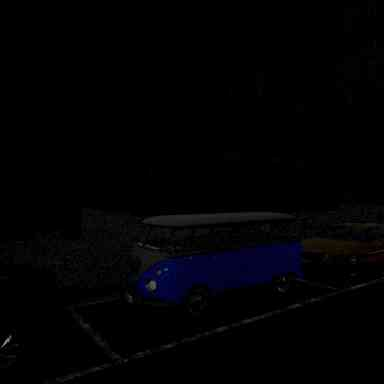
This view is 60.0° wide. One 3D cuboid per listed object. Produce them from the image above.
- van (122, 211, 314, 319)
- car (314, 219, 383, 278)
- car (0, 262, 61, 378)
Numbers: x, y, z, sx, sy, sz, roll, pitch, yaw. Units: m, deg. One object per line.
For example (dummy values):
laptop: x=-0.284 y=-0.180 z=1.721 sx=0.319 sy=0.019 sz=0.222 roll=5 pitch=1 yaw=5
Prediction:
van: x=0.592 y=1.341 z=7.075 sx=3.998 sy=1.788 sz=1.690 roll=0 pitch=0 yaw=-36
car: x=4.880 y=1.526 z=10.135 sx=4.829 sy=1.417 sz=1.752 roll=0 pitch=0 yaw=-36
car: x=-3.834 y=1.566 z=3.916 sx=4.313 sy=1.339 sz=1.947 roll=0 pitch=0 yaw=-36
